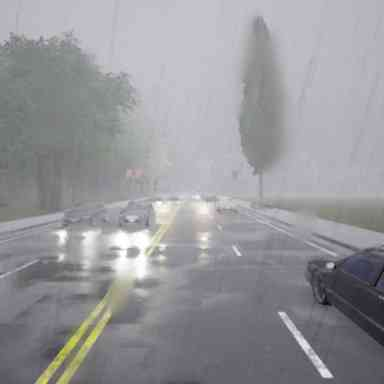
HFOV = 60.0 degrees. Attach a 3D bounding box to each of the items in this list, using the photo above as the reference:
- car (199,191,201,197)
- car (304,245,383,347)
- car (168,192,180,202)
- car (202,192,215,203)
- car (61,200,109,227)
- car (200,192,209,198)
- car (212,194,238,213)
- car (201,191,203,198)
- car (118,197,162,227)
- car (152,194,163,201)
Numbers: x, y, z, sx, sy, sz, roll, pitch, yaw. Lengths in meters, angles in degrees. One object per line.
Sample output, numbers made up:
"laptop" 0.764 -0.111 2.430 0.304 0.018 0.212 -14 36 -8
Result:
"car" 3.245 0.870 75.753 1.812 1.442 4.674 0 0 0
"car" 3.348 1.504 4.795 2.033 1.411 5.357 0 1 0
"car" -3.285 0.818 61.605 2.097 1.767 4.553 0 0 1
"car" 3.246 1.025 53.753 2.128 1.511 4.902 0 0 0
"car" -6.596 1.321 20.970 1.837 1.490 4.892 0 1 0
"car" 3.245 0.813 86.753 1.994 1.385 4.181 0 0 0
"car" 3.347 1.237 33.113 1.812 1.442 4.674 0 0 0
"car" 3.246 1.002 64.754 1.994 1.385 4.181 0 0 0
"car" -3.347 1.307 20.972 2.128 1.511 4.902 0 1 0
"car" -6.528 1.067 61.526 1.895 1.301 4.718 0 0 1
